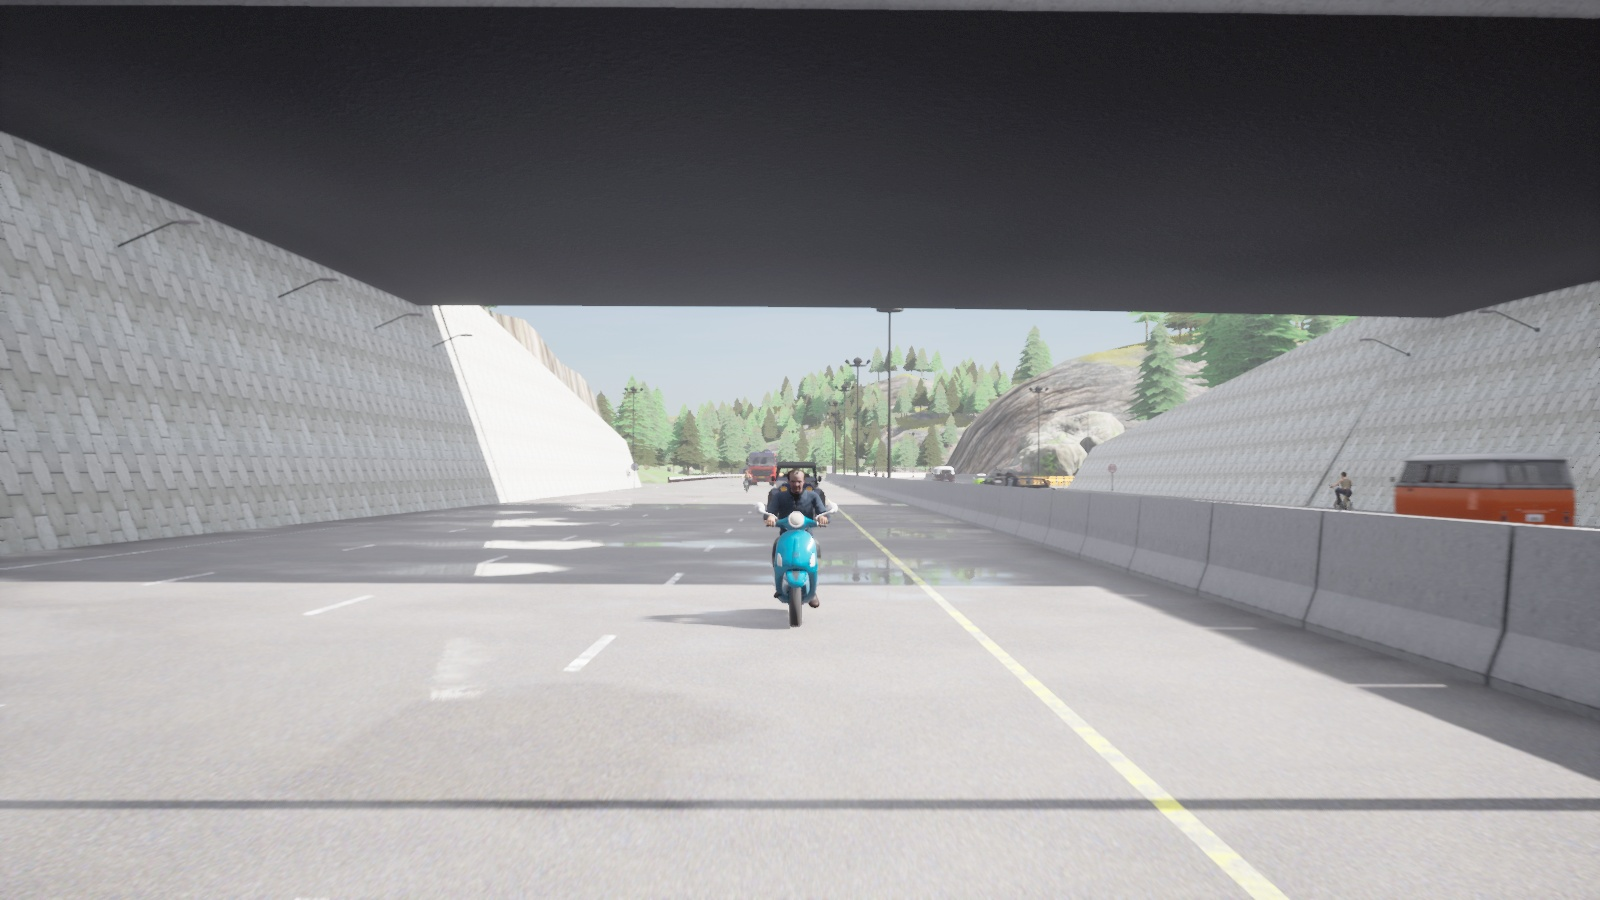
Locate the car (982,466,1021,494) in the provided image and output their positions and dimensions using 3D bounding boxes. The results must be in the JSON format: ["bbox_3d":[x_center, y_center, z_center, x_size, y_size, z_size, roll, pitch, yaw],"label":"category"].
[{"bbox_3d":[13.737,2.014,85.932,1.932,1.855,4.605,0,-1,0],"label":"car"}]

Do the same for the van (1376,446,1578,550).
[{"bbox_3d":[13.935,0.950,26.181,1.775,1.987,4.442,0,-1,0],"label":"van"}]

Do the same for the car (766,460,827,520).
[{"bbox_3d":[-0.106,1.304,41.421,1.905,1.878,3.866,0,-1,0],"label":"car"}]

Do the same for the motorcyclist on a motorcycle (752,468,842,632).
[{"bbox_3d":[-0.032,0.989,13.195,0.866,1.590,1.817,0,-1,0],"label":"motorcyclist on a motorcycle"}]

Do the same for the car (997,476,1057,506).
[{"bbox_3d":[10.338,1.837,57.546,1.895,1.301,4.718,0,-1,0],"label":"car"}]

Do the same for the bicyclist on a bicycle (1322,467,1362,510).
[{"bbox_3d":[20.865,1.478,48.377,0.866,1.612,1.509,0,-1,0],"label":"bicyclist on a bicycle"}]
